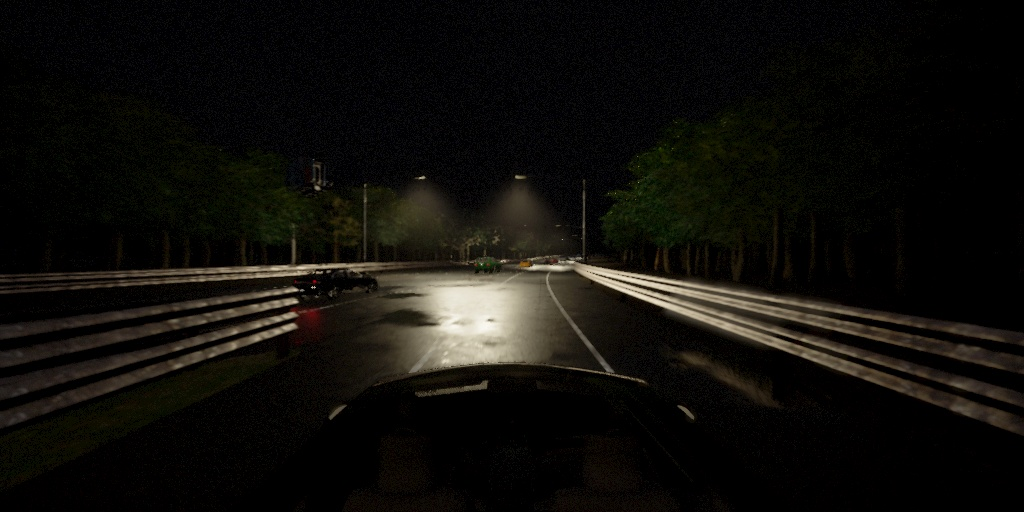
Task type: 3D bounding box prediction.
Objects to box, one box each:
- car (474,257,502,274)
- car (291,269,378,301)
[{"bbox_3d":[-2.879,1.161,43.936,2.150,2.045,5.566,0,0,14],"label":"car"},{"bbox_3d":[-8.972,1.402,18.633,2.128,1.511,4.902,-1,0,13],"label":"car"}]
